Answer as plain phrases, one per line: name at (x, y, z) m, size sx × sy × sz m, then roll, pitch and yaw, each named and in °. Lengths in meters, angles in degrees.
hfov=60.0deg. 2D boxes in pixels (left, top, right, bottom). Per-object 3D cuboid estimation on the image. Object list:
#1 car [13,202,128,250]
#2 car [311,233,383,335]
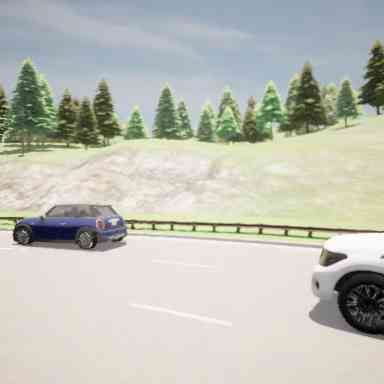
car at (-5.010, 1.237, 13.620) m, size 4.553 × 1.767 × 2.097 m, roll 0°, pitch 1°, yaw 20°
car at (4.726, 1.148, 4.865) m, size 5.566 × 2.045 × 2.150 m, roll 0°, pitch 0°, yaw 36°
